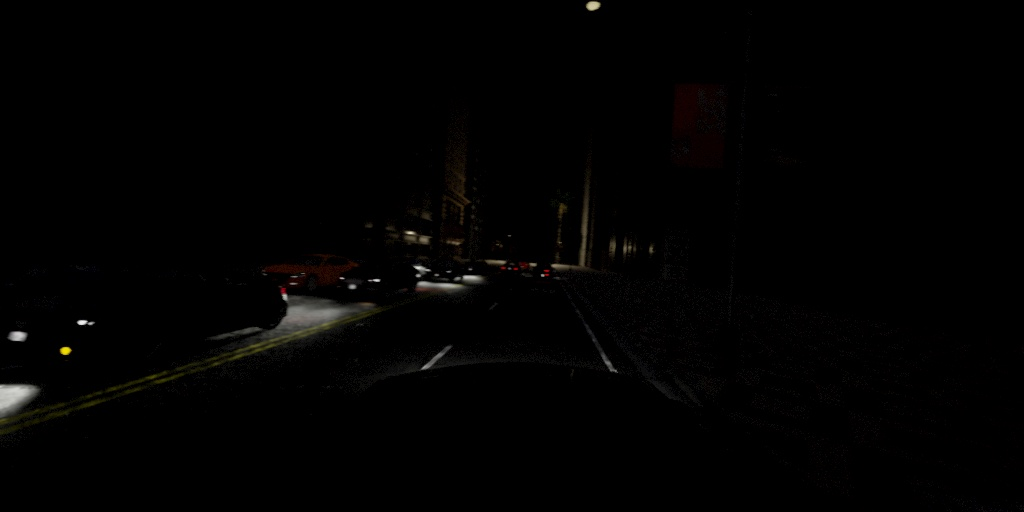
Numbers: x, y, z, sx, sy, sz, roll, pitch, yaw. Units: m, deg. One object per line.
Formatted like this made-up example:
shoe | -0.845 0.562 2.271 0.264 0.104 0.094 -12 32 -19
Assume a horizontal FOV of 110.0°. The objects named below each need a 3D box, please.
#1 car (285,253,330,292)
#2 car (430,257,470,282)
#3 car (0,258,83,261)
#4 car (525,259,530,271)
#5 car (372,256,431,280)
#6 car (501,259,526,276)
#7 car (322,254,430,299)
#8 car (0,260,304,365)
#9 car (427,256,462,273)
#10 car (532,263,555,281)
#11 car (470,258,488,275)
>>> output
car | -8.705 0.637 16.021 1.882 1.535 5.008 4 0 5
car | -4.572 0.953 25.216 1.812 1.442 4.674 4 0 5
car | -9.581 0.709 6.928 1.895 1.301 4.718 4 0 8
car | 1.483 1.165 52.528 2.097 1.767 4.553 4 0 5
car | -7.764 0.763 25.908 2.033 1.411 5.357 4 0 6
car | 0.000 1.271 36.996 2.033 1.411 5.357 4 0 6
car | -5.510 0.863 15.379 2.128 1.511 4.902 4 0 6
car | -6.339 0.887 6.722 1.994 1.385 4.181 4 0 5
car | -6.725 0.826 36.399 2.033 1.411 5.357 4 0 6
car | 2.911 1.425 33.356 1.837 1.490 4.892 4 0 5
car | -3.552 0.981 35.504 2.128 1.511 4.902 4 0 6
